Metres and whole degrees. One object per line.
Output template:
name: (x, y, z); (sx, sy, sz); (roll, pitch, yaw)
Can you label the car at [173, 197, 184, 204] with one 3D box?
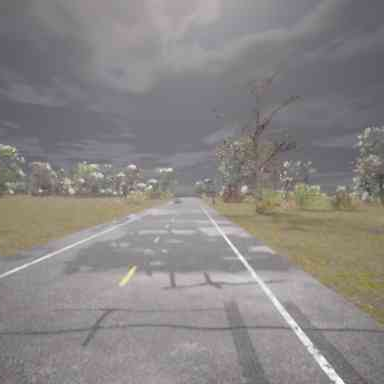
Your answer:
car: (-3.490, 2.147, 80.304); (1.837, 1.490, 4.892); (0, -1, 0)
